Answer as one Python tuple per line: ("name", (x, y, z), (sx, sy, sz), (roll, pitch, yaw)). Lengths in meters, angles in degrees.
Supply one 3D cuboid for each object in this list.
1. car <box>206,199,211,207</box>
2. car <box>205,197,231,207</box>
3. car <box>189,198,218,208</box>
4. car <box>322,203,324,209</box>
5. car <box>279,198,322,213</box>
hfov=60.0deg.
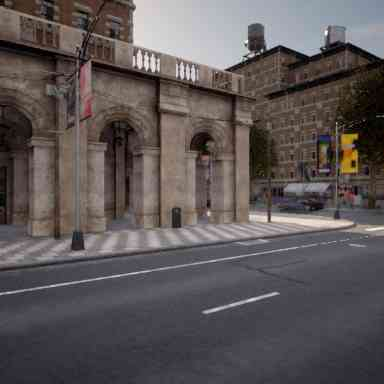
("car", (1.151, 1.595, 46.040), (1.895, 1.301, 4.718), (0, 0, -36))
("car", (4.078, 1.565, 53.369), (1.994, 1.385, 4.181), (0, 0, -36))
("car", (1.670, 1.601, 50.719), (1.895, 1.301, 4.718), (0, 0, -36))
("car", (13.505, 1.478, 40.243), (1.882, 1.535, 5.008), (0, 0, -36))
("car", (11.672, 1.564, 36.792), (1.994, 1.385, 4.181), (0, 0, -36))
